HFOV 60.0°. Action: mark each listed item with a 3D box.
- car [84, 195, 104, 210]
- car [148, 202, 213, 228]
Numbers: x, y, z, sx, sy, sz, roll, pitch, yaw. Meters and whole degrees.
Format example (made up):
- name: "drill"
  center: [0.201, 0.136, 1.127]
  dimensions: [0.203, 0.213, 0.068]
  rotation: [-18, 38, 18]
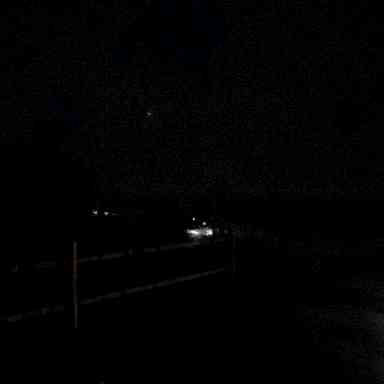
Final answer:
- name: "car"
  center: [-10.802, 1.127, 35.120]
  dimensions: [2.128, 1.511, 4.902]
  rotation: [2, -1, -35]
- name: "car"
  center: [-0.813, 1.346, 20.647]
  dimensions: [2.033, 1.411, 5.357]
  rotation: [2, -1, -35]
